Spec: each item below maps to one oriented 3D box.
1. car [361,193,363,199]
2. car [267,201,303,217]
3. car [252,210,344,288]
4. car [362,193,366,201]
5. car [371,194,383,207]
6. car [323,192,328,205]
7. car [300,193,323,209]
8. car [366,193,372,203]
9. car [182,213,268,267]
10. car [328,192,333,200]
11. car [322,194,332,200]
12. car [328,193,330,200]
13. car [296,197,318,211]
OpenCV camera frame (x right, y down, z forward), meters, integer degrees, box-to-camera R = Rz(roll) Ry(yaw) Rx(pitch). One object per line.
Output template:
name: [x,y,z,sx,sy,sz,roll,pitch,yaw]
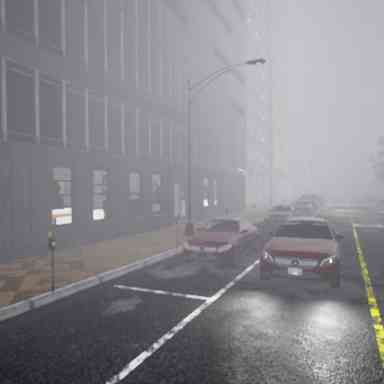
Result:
car: [37.280,1.112,70.009,1.802,1.307,4.206,0,0,25]
car: [5.907,1.489,21.724,1.802,1.307,4.206,-1,0,25]
car: [3.246,1.483,9.462,1.812,1.442,4.674,0,0,25]
car: [34.904,1.117,64.830,2.008,1.369,4.403,-1,0,25]
car: [25.402,1.257,44.117,2.008,1.369,4.403,-1,0,25]
car: [17.783,1.062,47.612,2.192,1.841,5.009,-1,0,25]
car: [13.032,1.128,37.256,2.192,1.841,5.009,-1,0,25]
car: [30.153,1.189,54.474,2.008,1.369,4.403,-1,0,25]
car: [1.156,1.548,11.367,1.802,1.307,4.206,-1,0,25]
car: [29.592,1.098,73.349,1.752,1.417,4.829,0,0,25]
car: [32.039,1.099,78.681,1.947,1.339,4.313,0,0,25]
car: [22.537,1.261,57.970,1.802,1.307,4.206,-1,0,25]
car: [10.659,1.411,32.079,1.947,1.339,4.313,-1,0,25]
